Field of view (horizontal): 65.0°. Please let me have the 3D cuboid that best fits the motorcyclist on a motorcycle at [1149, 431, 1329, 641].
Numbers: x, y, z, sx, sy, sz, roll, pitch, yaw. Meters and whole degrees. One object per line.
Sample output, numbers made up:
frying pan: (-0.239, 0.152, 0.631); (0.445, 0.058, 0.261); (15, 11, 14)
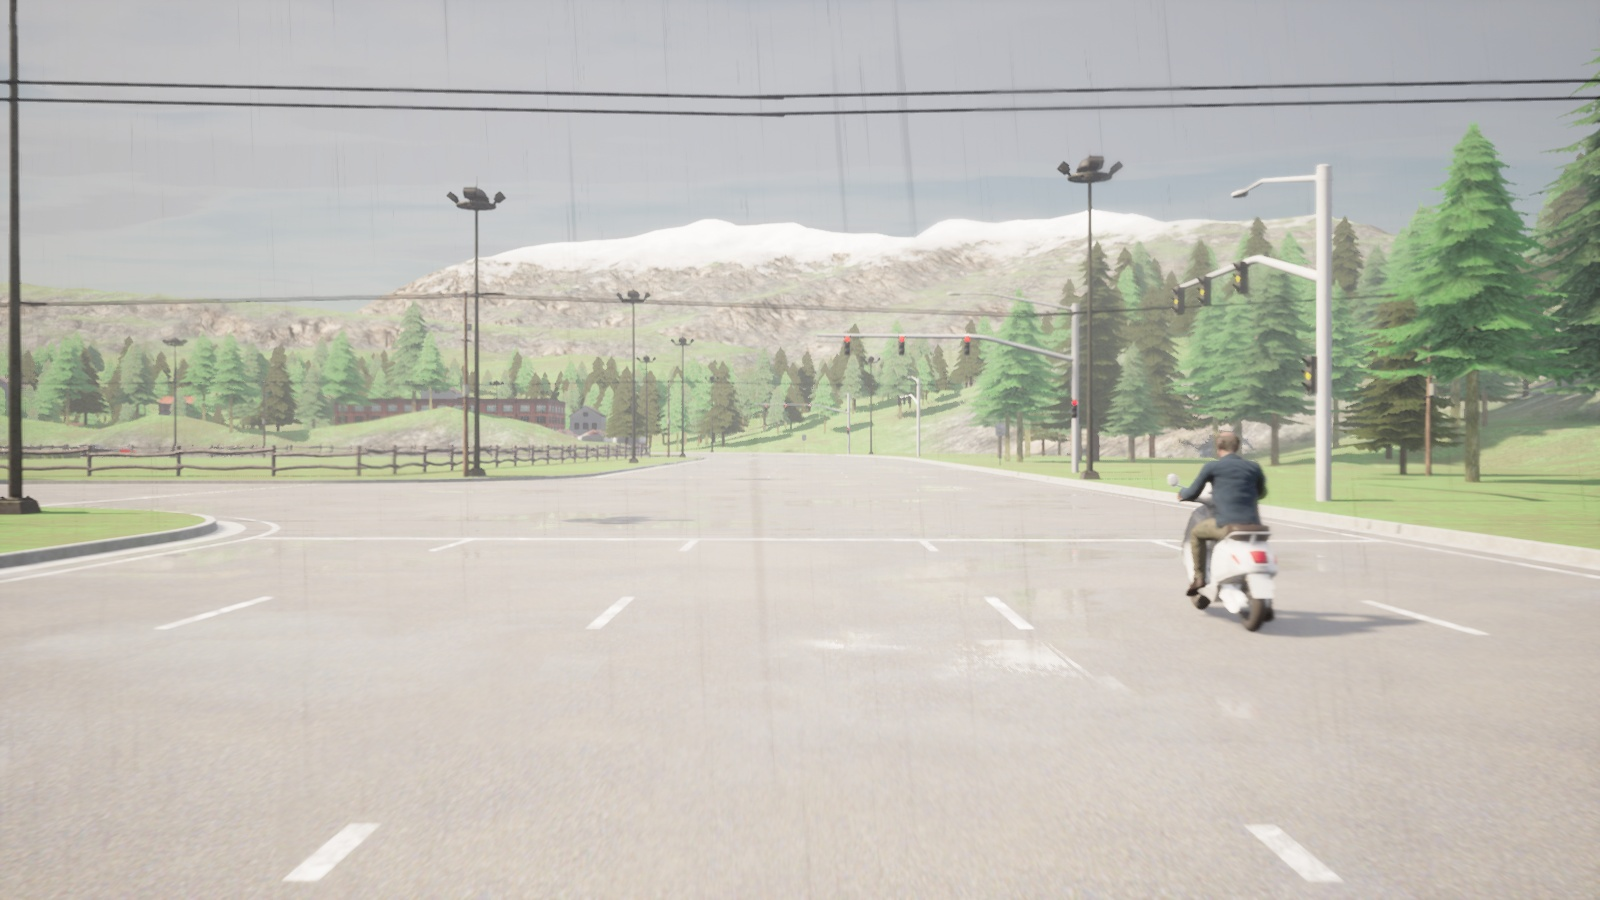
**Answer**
motorcyclist on a motorcycle: (3.575, 0.646, 10.421); (0.866, 1.590, 1.817); (0, 0, 0)
